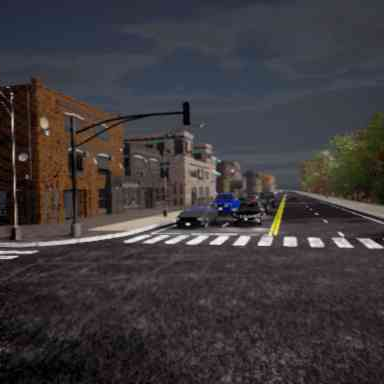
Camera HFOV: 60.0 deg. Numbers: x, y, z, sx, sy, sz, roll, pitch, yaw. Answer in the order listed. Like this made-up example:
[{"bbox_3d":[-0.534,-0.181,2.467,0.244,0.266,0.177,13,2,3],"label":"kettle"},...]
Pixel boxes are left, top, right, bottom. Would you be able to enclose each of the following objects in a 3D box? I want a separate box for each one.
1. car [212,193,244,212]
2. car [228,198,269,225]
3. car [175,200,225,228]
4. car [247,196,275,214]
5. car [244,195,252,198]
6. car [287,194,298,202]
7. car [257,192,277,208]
[{"bbox_3d":[3.284,1.124,32.252,2.150,2.045,5.566,-1,0,16],"label":"car"},{"bbox_3d":[3.977,1.398,22.806,1.837,1.490,4.892,-1,0,16],"label":"car"},{"bbox_3d":[0.493,1.519,22.458,2.033,1.411,5.357,-1,0,16],"label":"car"},{"bbox_3d":[6.705,1.389,32.338,1.994,1.385,4.181,-1,0,17],"label":"car"},{"bbox_3d":[6.122,1.357,42.119,1.812,1.442,4.674,-1,0,16],"label":"car"},{"bbox_3d":[18.796,1.079,62.217,2.033,1.411,5.357,-1,0,16],"label":"car"},{"bbox_3d":[9.634,0.973,42.602,2.150,2.045,5.566,-1,0,16],"label":"car"}]
